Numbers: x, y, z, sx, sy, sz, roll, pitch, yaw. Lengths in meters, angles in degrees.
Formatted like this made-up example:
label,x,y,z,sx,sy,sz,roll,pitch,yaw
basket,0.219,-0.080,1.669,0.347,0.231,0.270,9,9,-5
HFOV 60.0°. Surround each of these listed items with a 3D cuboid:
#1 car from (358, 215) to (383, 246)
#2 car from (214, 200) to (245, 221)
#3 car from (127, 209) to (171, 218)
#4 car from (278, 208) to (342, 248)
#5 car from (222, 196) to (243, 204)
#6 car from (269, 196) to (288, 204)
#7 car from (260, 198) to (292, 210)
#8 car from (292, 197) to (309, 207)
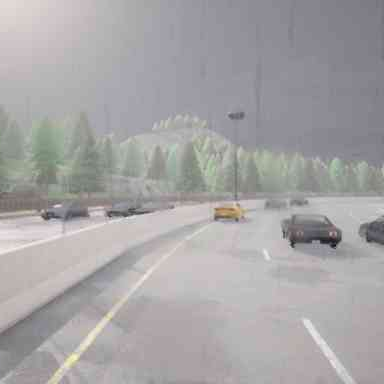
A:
label,x,y,z,sx,sy,sz,roll,pitch,yaw
car,8.320,1.575,13.086,2.033,1.411,5.357,0,0,10
car,3.136,1.500,27.464,1.882,1.535,5.008,0,0,17
car,-3.003,1.484,26.829,1.882,1.535,5.008,0,0,16
car,5.120,1.621,14.883,1.895,1.301,4.718,0,0,10
car,7.947,1.556,64.450,1.837,1.490,4.892,0,0,36
car,16.684,1.606,64.241,1.812,1.442,4.674,0,0,39
car,10.942,1.542,43.133,2.128,1.511,4.902,0,0,30
car,17.466,1.576,53.956,1.837,1.490,4.892,0,0,38
